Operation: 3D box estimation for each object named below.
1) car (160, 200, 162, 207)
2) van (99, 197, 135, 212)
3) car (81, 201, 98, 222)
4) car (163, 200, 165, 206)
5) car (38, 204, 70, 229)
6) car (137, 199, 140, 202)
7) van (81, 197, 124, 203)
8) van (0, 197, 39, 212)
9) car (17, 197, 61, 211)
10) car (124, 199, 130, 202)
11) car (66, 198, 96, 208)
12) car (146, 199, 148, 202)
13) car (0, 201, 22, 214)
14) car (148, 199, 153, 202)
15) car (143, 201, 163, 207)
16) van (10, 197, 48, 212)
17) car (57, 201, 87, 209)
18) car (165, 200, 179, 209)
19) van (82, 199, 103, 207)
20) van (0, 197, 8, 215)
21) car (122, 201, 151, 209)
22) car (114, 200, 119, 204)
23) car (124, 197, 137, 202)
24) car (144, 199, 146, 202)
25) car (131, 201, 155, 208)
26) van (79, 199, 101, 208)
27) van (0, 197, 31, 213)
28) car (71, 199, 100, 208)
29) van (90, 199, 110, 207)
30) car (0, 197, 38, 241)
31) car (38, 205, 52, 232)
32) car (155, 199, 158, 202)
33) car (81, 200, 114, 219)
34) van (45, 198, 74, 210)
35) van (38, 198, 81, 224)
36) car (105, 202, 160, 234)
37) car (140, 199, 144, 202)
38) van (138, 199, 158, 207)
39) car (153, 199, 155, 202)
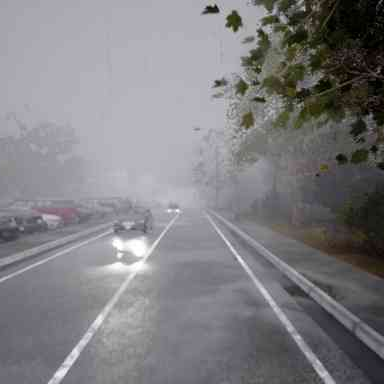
[{"bbox_3d":[-10.336,2.974,81.354,4.792,1.488,2.163,0,-2,0],"label":"car"},{"bbox_3d":[-10.203,1.720,45.284,4.442,1.987,1.878,0,-2,0],"label":"van"},{"bbox_3d":[-10.333,1.661,25.867,5.008,1.535,2.097,0,-1,0],"label":"car"},{"bbox_3d":[-10.299,3.108,86.905,4.892,1.521,2.231,0,-2,0],"label":"car"},{"bbox_3d":[-10.332,1.637,20.314,4.674,1.452,2.002,0,-1,0],"label":"car"},{"bbox_3d":[-10.322,2.063,48.052,4.674,1.452,2.002,0,-2,0],"label":"car"},{"bbox_3d":[-10.206,1.564,36.973,4.442,1.987,1.878,0,-1,0],"label":"van"},{"bbox_3d":[-23.516,1.723,45.433,4.442,1.987,1.878,0,-2,0],"label":"van"},{"bbox_3d":[-23.369,1.847,50.847,5.566,2.045,2.435,0,-2,0],"label":"car"},{"bbox_3d":[-10.351,1.852,39.752,4.792,1.488,2.163,0,-1,0],"label":"car"},{"bbox_3d":[-23.362,2.387,70.357,5.566,2.045,2.435,0,-2,0],"label":"car"},{"bbox_3d":[-10.285,2.127,56.382,4.553,1.767,2.185,0,-2,0],"label":"car"},{"bbox_3d":[-23.407,1.823,39.907,5.008,1.535,2.097,0,-1,0],"label":"car"},{"bbox_3d":[-10.129,2.327,59.154,5.366,1.575,1.946,0,-2,0],"label":"car"},{"bbox_3d":[-10.489,3.192,89.671,5.366,1.575,1.946,0,-2,0],"label":"car"},{"bbox_3d":[-23.516,1.796,48.077,4.442,1.987,1.878,0,-2,0],"label":"van"},{"bbox_3d":[-23.387,2.485,64.811,5.008,1.535,2.097,0,-2,0],"label":"car"},{"bbox_3d":[-3.318,2.464,60.405,1.895,1.301,4.718,0,-2,1],"label":"car"},{"bbox_3d":[-23.504,2.643,78.663,4.442,1.987,1.878,0,-2,0],"label":"van"},{"bbox_3d":[-23.286,1.565,37.140,4.442,1.987,1.878,0,-1,0],"label":"van"},{"bbox_3d":[-10.308,2.408,61.929,4.892,1.521,2.231,0,-2,0],"label":"car"},{"bbox_3d":[-10.327,1.798,34.194,4.674,1.452,2.002,0,-1,0],"label":"car"},{"bbox_3d":[-10.349,1.618,42.510,5.566,2.045,2.435,0,-2,0],"label":"car"},{"bbox_3d":[-10.286,2.051,53.607,4.553,1.767,2.185,0,-2,0],"label":"car"},{"bbox_3d":[-10.282,2.667,70.253,4.792,1.488,2.163,0,-2,0],"label":"car"},{"bbox_3d":[-23.272,2.566,75.894,4.442,1.987,1.878,0,-2,0],"label":"van"},{"bbox_3d":[-23.284,1.643,42.531,4.442,1.987,1.878,0,-1,0],"label":"van"},{"bbox_3d":[-23.361,2.464,73.126,5.566,2.045,2.435,0,-2,0],"label":"car"},{"bbox_3d":[-23.277,2.799,84.217,4.442,1.987,1.878,0,-2,0],"label":"van"},{"bbox_3d":[-10.303,1.281,14.766,5.566,2.045,2.435,0,-1,0],"label":"car"},{"bbox_3d":[-10.360,1.594,17.539,4.792,1.488,2.163,0,-1,0],"label":"car"},{"bbox_3d":[-10.126,2.557,67.479,5.366,1.575,1.946,0,-2,0],"label":"car"},{"bbox_3d":[-10.295,1.755,31.417,4.792,1.488,2.163,0,-1,0],"label":"car"},{"bbox_3d":[-23.511,2.103,59.154,4.442,1.987,1.878,0,-2,0],"label":"van"},{"bbox_3d":[-10.445,1.403,23.093,4.442,1.987,1.878,0,-1,0],"label":"van"},{"bbox_3d":[-3.352,1.597,19.883,2.128,1.511,4.902,0,-1,0],"label":"car"},{"bbox_3d":[-10.312,2.099,50.828,5.008,1.535,2.097,0,-2,0],"label":"car"},{"bbox_3d":[-10.424,2.642,78.585,4.442,1.987,1.878,0,-2,0],"label":"van"},{"bbox_3d":[-10.319,2.484,64.704,4.892,1.521,2.231,0,-2,0],"label":"car"}]
